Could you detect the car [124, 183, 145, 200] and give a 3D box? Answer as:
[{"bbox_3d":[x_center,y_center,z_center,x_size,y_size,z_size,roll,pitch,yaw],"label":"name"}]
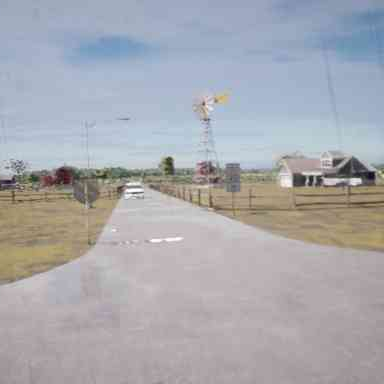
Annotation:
[{"bbox_3d":[-6.987,-0.033,40.359,2.150,2.045,5.566,-3,4,-11],"label":"car"}]
